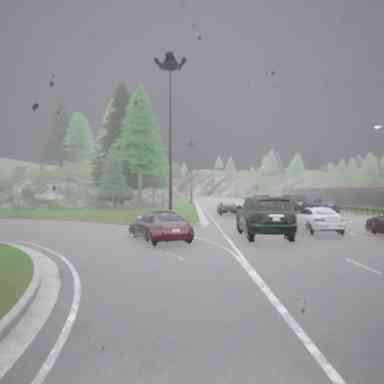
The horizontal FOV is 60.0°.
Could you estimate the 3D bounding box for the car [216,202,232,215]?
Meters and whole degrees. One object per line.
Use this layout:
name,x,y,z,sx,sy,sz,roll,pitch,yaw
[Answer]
car,3.596,1.685,34.596,1.895,1.301,4.718,0,0,0

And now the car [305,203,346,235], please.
car,7.098,1.572,18.962,1.812,1.442,4.674,0,0,0

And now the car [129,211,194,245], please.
car,-1.552,1.602,15.870,1.994,1.385,4.181,0,0,-26

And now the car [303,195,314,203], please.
car,10.597,1.307,35.233,2.150,2.045,5.566,0,0,0

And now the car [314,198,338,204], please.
car,14.096,1.440,35.863,2.097,1.767,4.553,0,0,0

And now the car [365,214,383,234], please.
car,10.599,1.605,16.732,1.994,1.385,4.181,0,0,0

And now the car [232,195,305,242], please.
car,3.598,1.263,16.870,2.150,2.045,5.566,0,0,0

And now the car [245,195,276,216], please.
car,7.096,1.307,35.256,2.150,2.045,5.566,0,0,0
